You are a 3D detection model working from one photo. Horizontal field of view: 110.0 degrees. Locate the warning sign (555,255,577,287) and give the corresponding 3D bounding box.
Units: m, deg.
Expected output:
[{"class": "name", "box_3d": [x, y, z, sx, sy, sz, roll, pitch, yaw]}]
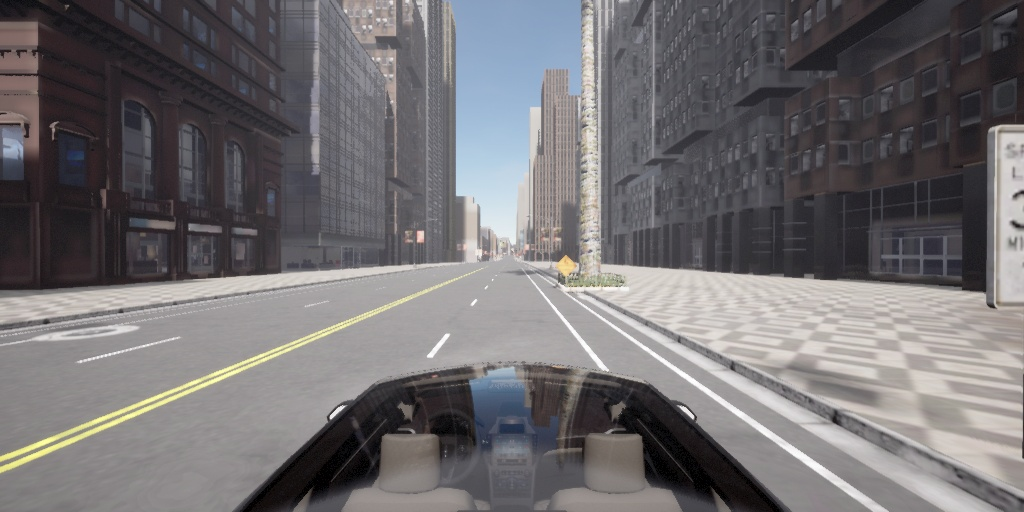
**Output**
[{"class": "warning sign", "box_3d": [3.225, 0.871, 21.453, 1.300, 1.860, 1.060, 0, 0, 0]}]
